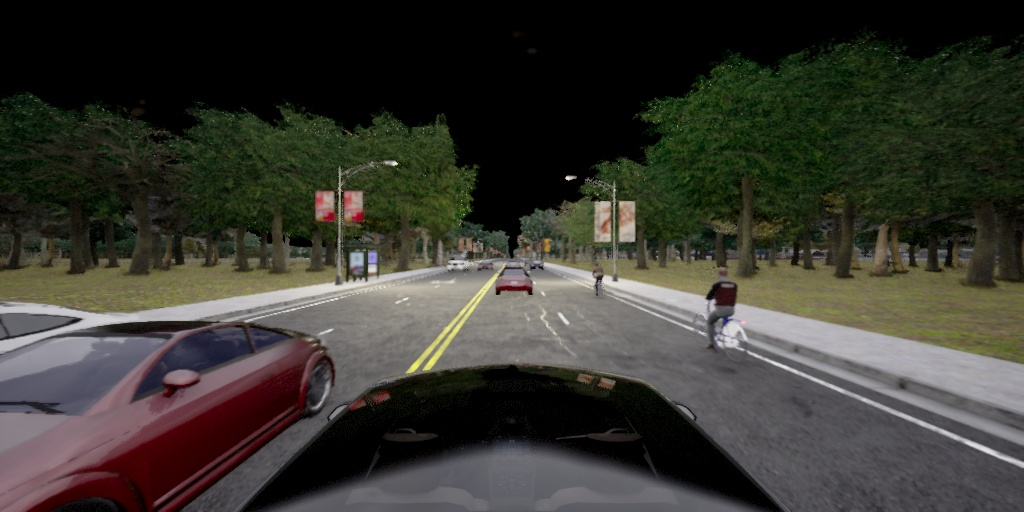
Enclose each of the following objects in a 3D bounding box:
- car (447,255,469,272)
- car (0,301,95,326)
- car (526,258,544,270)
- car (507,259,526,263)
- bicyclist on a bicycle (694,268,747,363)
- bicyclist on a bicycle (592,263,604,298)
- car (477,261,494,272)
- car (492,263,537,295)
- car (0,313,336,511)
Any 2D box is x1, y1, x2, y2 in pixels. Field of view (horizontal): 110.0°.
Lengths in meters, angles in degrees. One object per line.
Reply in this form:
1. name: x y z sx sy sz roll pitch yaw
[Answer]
1. car: -6.560 0.926 44.245 2.150 2.045 5.566 0 0 0
2. car: -6.598 1.274 3.748 1.812 1.442 4.674 0 0 0
3. car: 3.381 1.299 50.675 1.895 1.301 4.718 0 0 0
4. car: 0.122 1.258 37.870 2.033 1.411 5.357 0 0 0
5. bicyclist on a bicycle: 4.147 1.114 7.276 0.659 1.776 1.843 0 0 0
6. bicyclist on a bicycle: 4.153 1.185 17.258 0.582 1.620 1.656 0 0 0
7. car: -3.302 1.268 45.755 1.994 1.385 4.181 0 0 0
8. car: 0.111 1.293 19.828 1.994 1.385 4.181 0 0 0
9. car: -3.349 1.312 3.095 1.994 1.385 4.181 0 0 0
